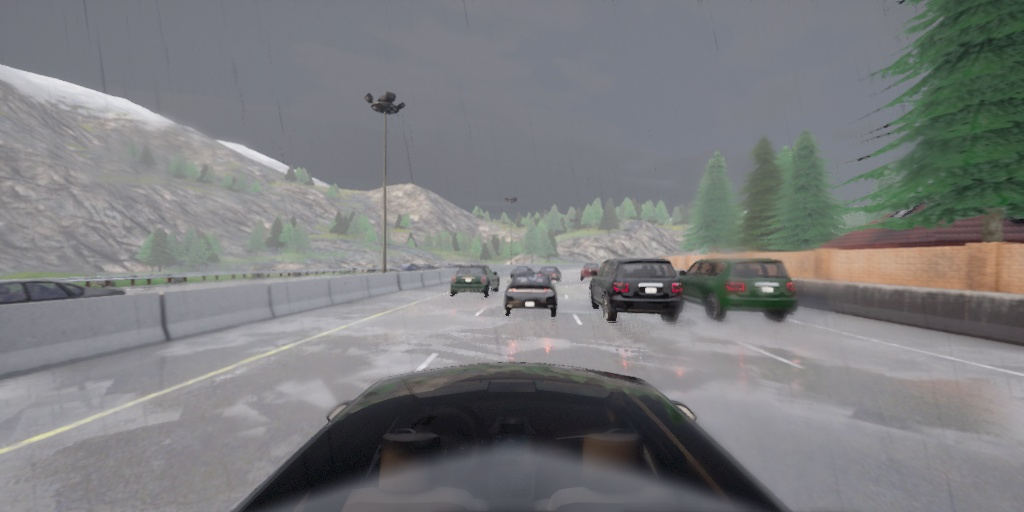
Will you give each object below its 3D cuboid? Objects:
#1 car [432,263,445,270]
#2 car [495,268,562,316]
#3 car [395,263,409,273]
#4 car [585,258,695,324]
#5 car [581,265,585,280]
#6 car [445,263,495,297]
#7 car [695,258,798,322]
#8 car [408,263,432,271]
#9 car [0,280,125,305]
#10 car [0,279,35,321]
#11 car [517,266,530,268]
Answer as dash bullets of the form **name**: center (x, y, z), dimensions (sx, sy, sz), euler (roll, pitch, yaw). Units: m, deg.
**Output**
- **car**: center (-9.229, 1.777, 52.658), dimensions (2.128, 1.511, 4.902), euler (0, -1, 19)
- **car**: center (0.788, 1.376, 14.065), dimensions (2.128, 1.511, 4.902), euler (0, -1, 5)
- **car**: center (-15.865, 1.822, 54.887), dimensions (1.812, 1.442, 4.674), euler (0, -1, 19)
- **car**: center (4.162, 1.099, 12.837), dimensions (2.150, 2.045, 5.566), euler (0, -1, 5)
- **car**: center (8.168, 1.494, 36.594), dimensions (2.097, 1.767, 4.553), euler (0, -1, 14)
- **car**: center (-1.993, 1.303, 20.632), dimensions (2.097, 1.767, 4.553), euler (0, -1, 7)
- **car**: center (7.702, 1.109, 13.141), dimensions (2.150, 2.045, 5.566), euler (0, -1, 5)
- **car**: center (-12.861, 1.843, 52.787), dimensions (1.994, 1.385, 4.181), euler (0, -1, 18)
- **car**: center (-13.800, 1.358, 9.567), dimensions (2.033, 1.411, 5.357), euler (0, -1, 3)
- **car**: center (-17.277, 1.408, 9.872), dimensions (1.895, 1.301, 4.718), euler (0, -1, 3)
- **car**: center (1.167, 1.702, 37.446), dimensions (1.994, 1.385, 4.181), euler (0, -1, 14)
